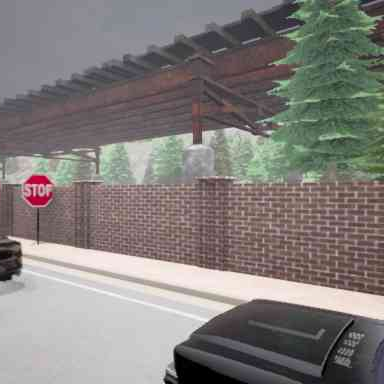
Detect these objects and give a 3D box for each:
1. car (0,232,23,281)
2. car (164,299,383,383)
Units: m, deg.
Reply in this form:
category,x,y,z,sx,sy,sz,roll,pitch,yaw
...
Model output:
category,x,y,z,sx,sy,sz,roll,pitch,yaw
car,-6.323,1.478,8.576,5.008,1.535,1.882,0,0,36
car,2.075,1.601,2.473,4.718,1.301,1.895,0,0,36
